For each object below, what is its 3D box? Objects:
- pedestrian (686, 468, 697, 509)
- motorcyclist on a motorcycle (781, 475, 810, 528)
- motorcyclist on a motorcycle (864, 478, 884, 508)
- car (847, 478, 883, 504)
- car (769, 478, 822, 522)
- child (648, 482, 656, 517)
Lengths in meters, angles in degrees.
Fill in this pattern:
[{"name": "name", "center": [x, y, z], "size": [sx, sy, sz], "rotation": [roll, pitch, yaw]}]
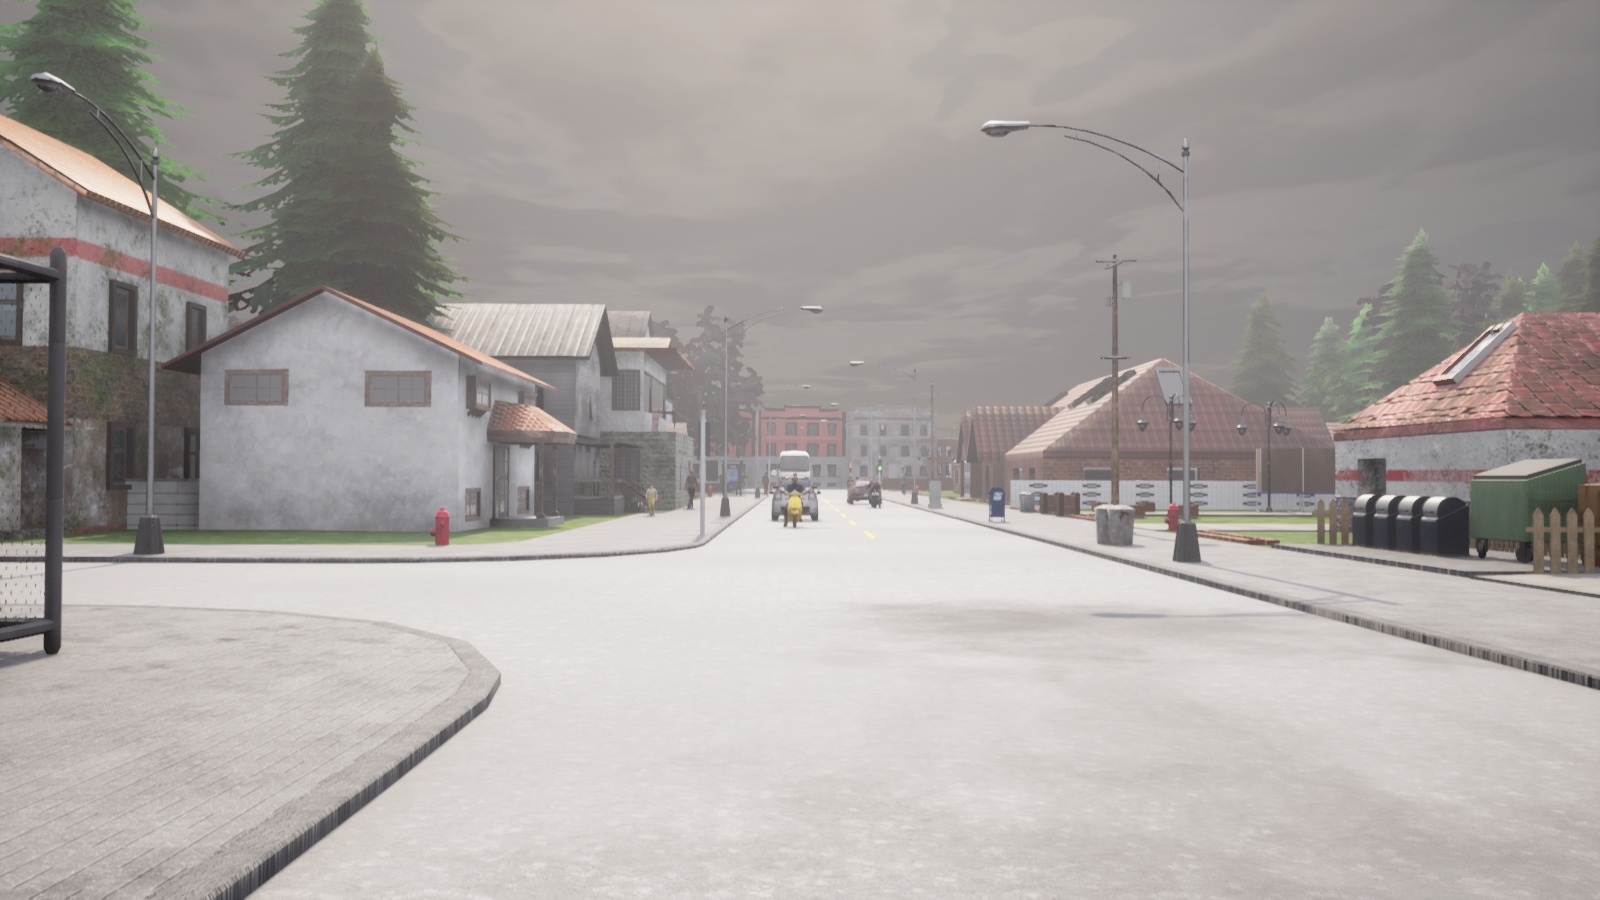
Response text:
[{"name": "pedestrian", "center": [-4.848, 1.716, 55.942], "size": [0.331, 1.846, 0.634], "rotation": [0, -1, 11]}, {"name": "motorcyclist on a motorcycle", "center": [-0.150, 1.591, 39.140], "size": [0.866, 1.590, 1.817], "rotation": [0, -1, 0]}, {"name": "motorcyclist on a motorcycle", "center": [3.771, 2.169, 63.750], "size": [0.866, 1.530, 2.191], "rotation": [0, -1, 0]}, {"name": "car", "center": [3.739, 2.349, 72.831], "size": [1.812, 1.442, 4.674], "rotation": [0, -1, 0]}, {"name": "car", "center": [-0.165, 1.782, 45.421], "size": [1.845, 1.501, 3.633], "rotation": [0, -1, 0]}, {"name": "child", "center": [-5.395, 1.786, 45.788], "size": [0.270, 1.263, 0.437], "rotation": [0, -1, -1]}]
